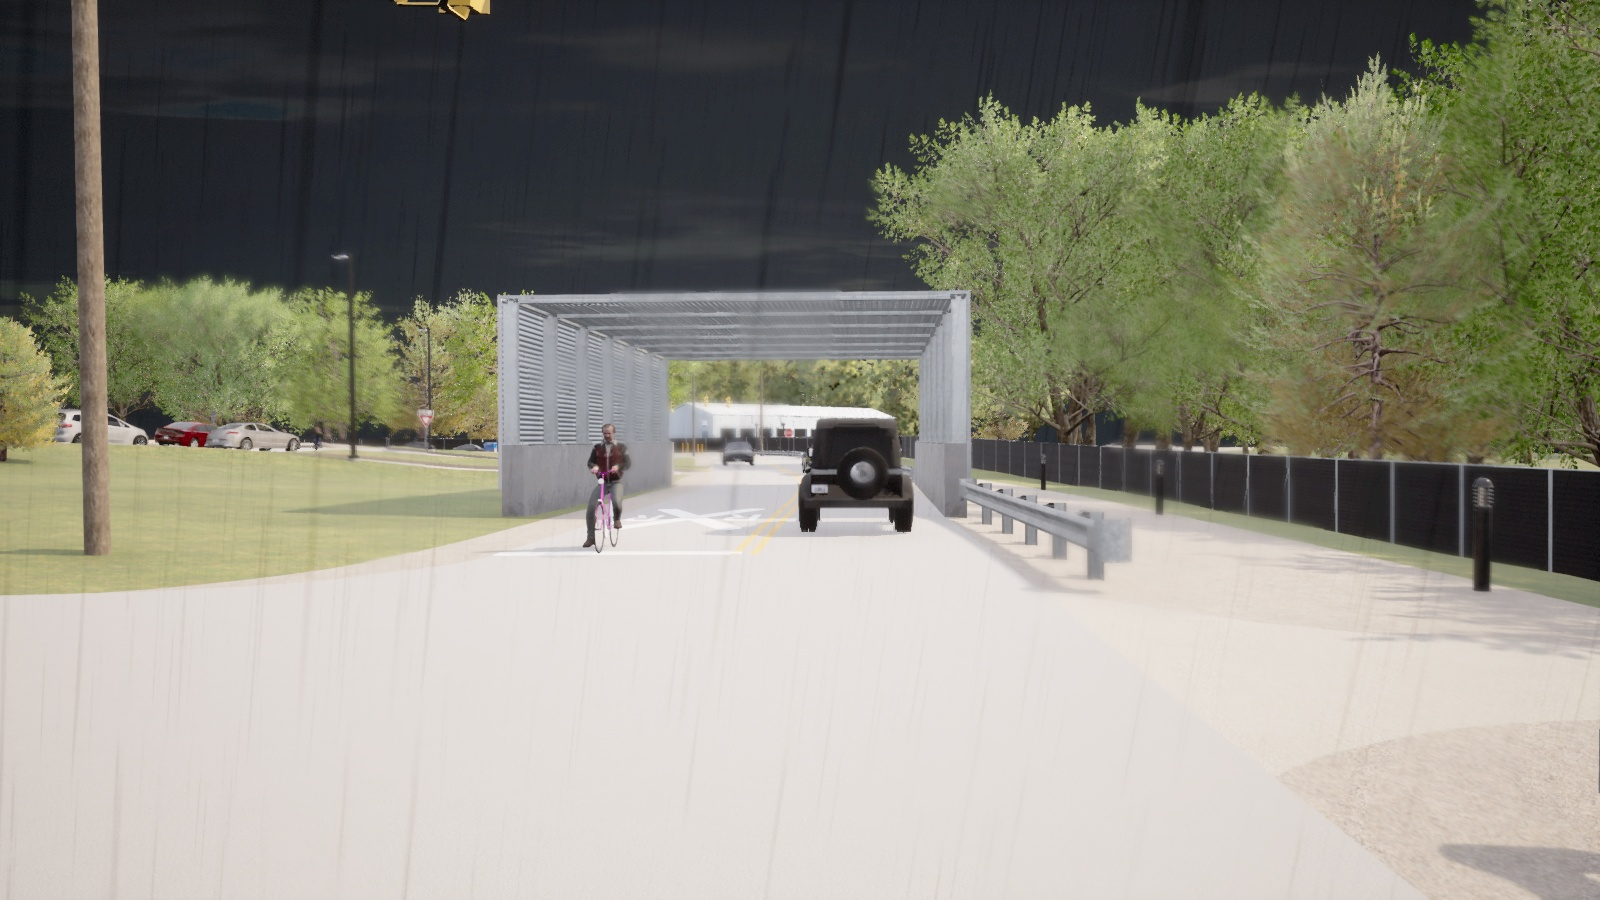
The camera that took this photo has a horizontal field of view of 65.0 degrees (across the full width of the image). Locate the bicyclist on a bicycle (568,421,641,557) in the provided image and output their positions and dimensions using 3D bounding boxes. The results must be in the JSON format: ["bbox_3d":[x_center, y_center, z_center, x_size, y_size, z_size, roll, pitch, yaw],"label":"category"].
[{"bbox_3d":[-2.668,0.512,17.282,0.659,1.776,1.843,0,0,2],"label":"bicyclist on a bicycle"}]

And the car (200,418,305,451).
[{"bbox_3d":[-28.625,-0.815,65.813,2.152,1.651,5.027,0,0,21],"label":"car"}]

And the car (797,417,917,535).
[{"bbox_3d":[0.957,0.401,21.848,1.905,1.878,3.866,0,0,2],"label":"car"}]

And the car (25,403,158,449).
[{"bbox_3d":[-31.347,-1.027,55.699,2.242,1.667,4.611,5,0,23],"label":"car"}]

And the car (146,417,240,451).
[{"bbox_3d":[-32.717,-0.845,67.909,1.882,1.535,5.008,7,1,9],"label":"car"}]

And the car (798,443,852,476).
[{"bbox_3d":[1.065,0.388,56.618,2.033,1.411,5.357,0,0,-3],"label":"car"}]

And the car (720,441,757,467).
[{"bbox_3d":[-3.578,0.204,73.811,2.033,1.411,5.357,0,1,-2],"label":"car"}]
